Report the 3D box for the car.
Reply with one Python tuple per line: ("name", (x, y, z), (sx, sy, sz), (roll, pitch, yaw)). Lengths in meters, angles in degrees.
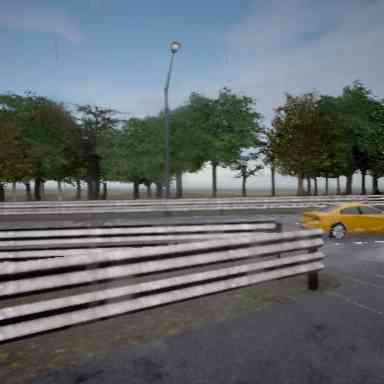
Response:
("car", (7.517, 1.252, 15.350), (5.008, 1.535, 1.882), (-1, 1, -9))
